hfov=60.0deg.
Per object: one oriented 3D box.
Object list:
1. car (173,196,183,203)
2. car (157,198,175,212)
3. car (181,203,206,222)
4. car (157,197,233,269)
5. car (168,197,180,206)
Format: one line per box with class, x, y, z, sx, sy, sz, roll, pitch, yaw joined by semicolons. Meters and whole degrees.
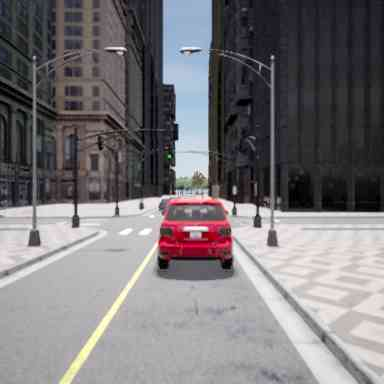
car;-2.994;1.616;73.211;2.033;1.411;5.357;0;0;0
car;-3.092;1.550;40.995;1.837;1.490;4.892;0;0;0
car;0.101;1.609;27.272;1.895;1.301;4.718;0;0;0
car;0.103;1.232;11.372;2.150;2.045;5.566;0;0;0
car;-3.045;1.593;57.592;1.812;1.442;4.674;0;0;1
